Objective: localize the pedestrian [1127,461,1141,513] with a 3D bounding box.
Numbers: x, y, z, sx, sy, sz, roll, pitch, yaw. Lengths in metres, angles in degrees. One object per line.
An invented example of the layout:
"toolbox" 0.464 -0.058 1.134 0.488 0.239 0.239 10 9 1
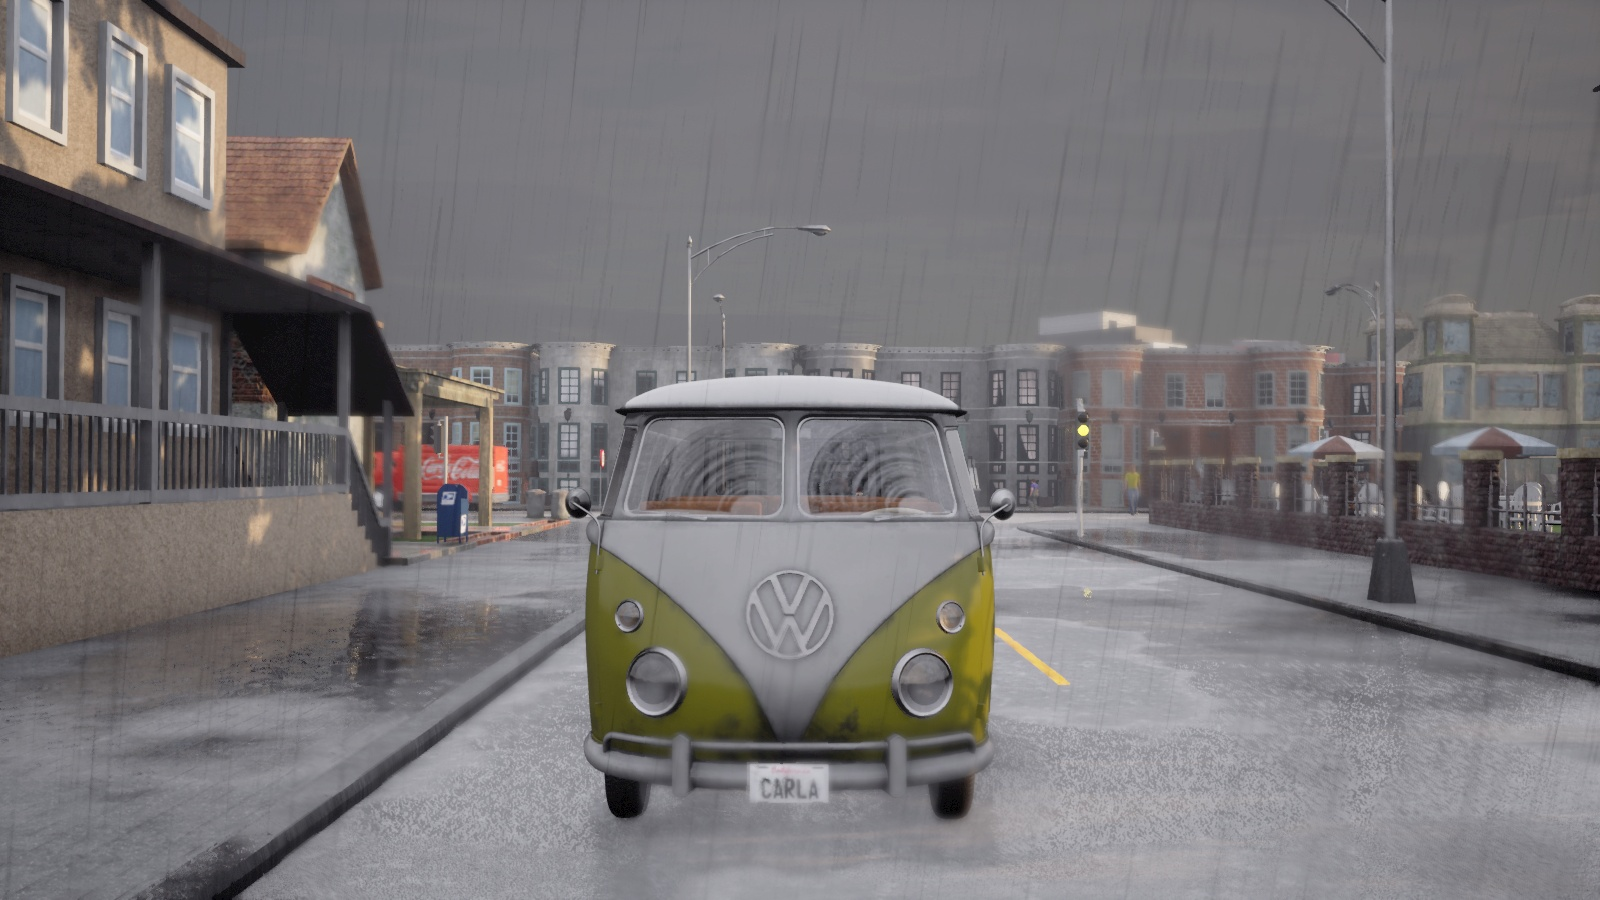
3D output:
"pedestrian" 11.876 1.308 44.627 0.354 1.836 0.706 0 -1 4

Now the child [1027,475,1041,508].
"child" 8.896 1.568 47.762 0.270 1.263 0.437 0 -1 -36

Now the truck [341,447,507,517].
"truck" -13.516 1.150 45.466 5.204 2.467 2.627 0 -1 0

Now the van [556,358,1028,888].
"van" -0.043 0.684 6.958 1.775 1.987 4.442 0 -1 0
